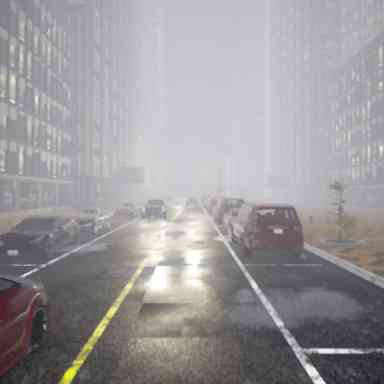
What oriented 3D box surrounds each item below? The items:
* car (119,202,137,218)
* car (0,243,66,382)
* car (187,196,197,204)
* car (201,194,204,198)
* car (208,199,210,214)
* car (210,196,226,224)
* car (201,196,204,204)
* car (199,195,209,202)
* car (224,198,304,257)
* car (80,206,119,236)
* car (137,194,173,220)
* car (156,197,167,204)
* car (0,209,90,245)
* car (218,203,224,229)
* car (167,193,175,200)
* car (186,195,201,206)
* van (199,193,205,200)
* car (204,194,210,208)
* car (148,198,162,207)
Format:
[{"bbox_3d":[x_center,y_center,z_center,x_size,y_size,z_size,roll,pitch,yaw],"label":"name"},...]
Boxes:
[{"bbox_3d":[-5.686,1.569,29.392,1.802,1.307,4.206,0,0,0],"label":"car"},{"bbox_3d":[-3.081,1.563,3.271,1.994,1.385,4.181,0,0,0],"label":"car"},{"bbox_3d":[0.001,1.519,64.740,2.033,1.411,5.357,0,0,0],"label":"car"},{"bbox_3d":[2.694,1.499,51.720,1.752,1.417,4.829,0,0,0],"label":"car"},{"bbox_3d":[2.694,1.552,29.393,1.947,1.339,4.313,0,0,0],"label":"car"},{"bbox_3d":[2.695,1.304,23.854,2.192,1.841,5.009,0,0,0],"label":"car"},{"bbox_3d":[2.694,1.528,46.011,2.008,1.369,4.403,0,0,0],"label":"car"},{"bbox_3d":[2.694,1.401,73.707,1.967,1.590,4.097,0,0,0],"label":"car"},{"bbox_3d":[2.695,1.310,12.774,2.192,1.841,5.009,0,0,0],"label":"car"},{"bbox_3d":[-5.686,1.543,18.313,2.008,1.369,4.403,0,0,0],"label":"car"},{"bbox_3d":[-3.015,1.338,27.936,2.097,1.767,4.553,0,0,0],"label":"car"},{"bbox_3d":[-5.686,1.550,62.628,1.802,1.307,4.206,0,0,0],"label":"car"},{"bbox_3d":[-5.686,1.561,12.774,1.947,1.339,4.313,0,0,0],"label":"car"},{"bbox_3d":[2.694,1.537,18.314,1.887,1.381,4.507,0,0,0],"label":"car"},{"bbox_3d":[-5.685,1.273,79.246,2.192,1.841,5.009,0,0,0],"label":"car"},{"bbox_3d":[0.001,1.537,54.731,1.994,1.385,4.181,0,0,0],"label":"car"},{"bbox_3d":[2.695,1.291,90.325,1.690,1.788,3.998,0,0,0],"label":"van"},{"bbox_3d":[2.695,1.298,34.932,2.192,1.841,5.009,0,0,0],"label":"car"},{"bbox_3d":[-5.686,1.557,51.550,1.802,1.307,4.206,0,0,0],"label":"car"}]
